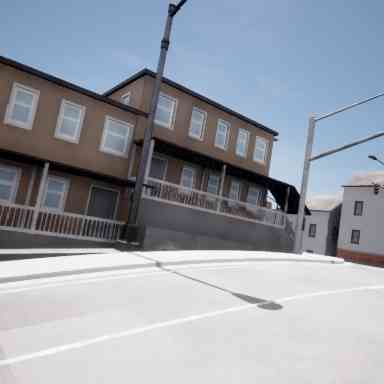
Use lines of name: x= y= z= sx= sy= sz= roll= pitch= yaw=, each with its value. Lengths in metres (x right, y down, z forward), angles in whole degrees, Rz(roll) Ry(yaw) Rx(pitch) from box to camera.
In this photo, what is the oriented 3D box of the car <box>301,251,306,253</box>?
car: x=9.745 y=6.040 z=30.368 sx=1.994 sy=1.385 sz=4.181 roll=14 pitch=-17 yaw=-34
